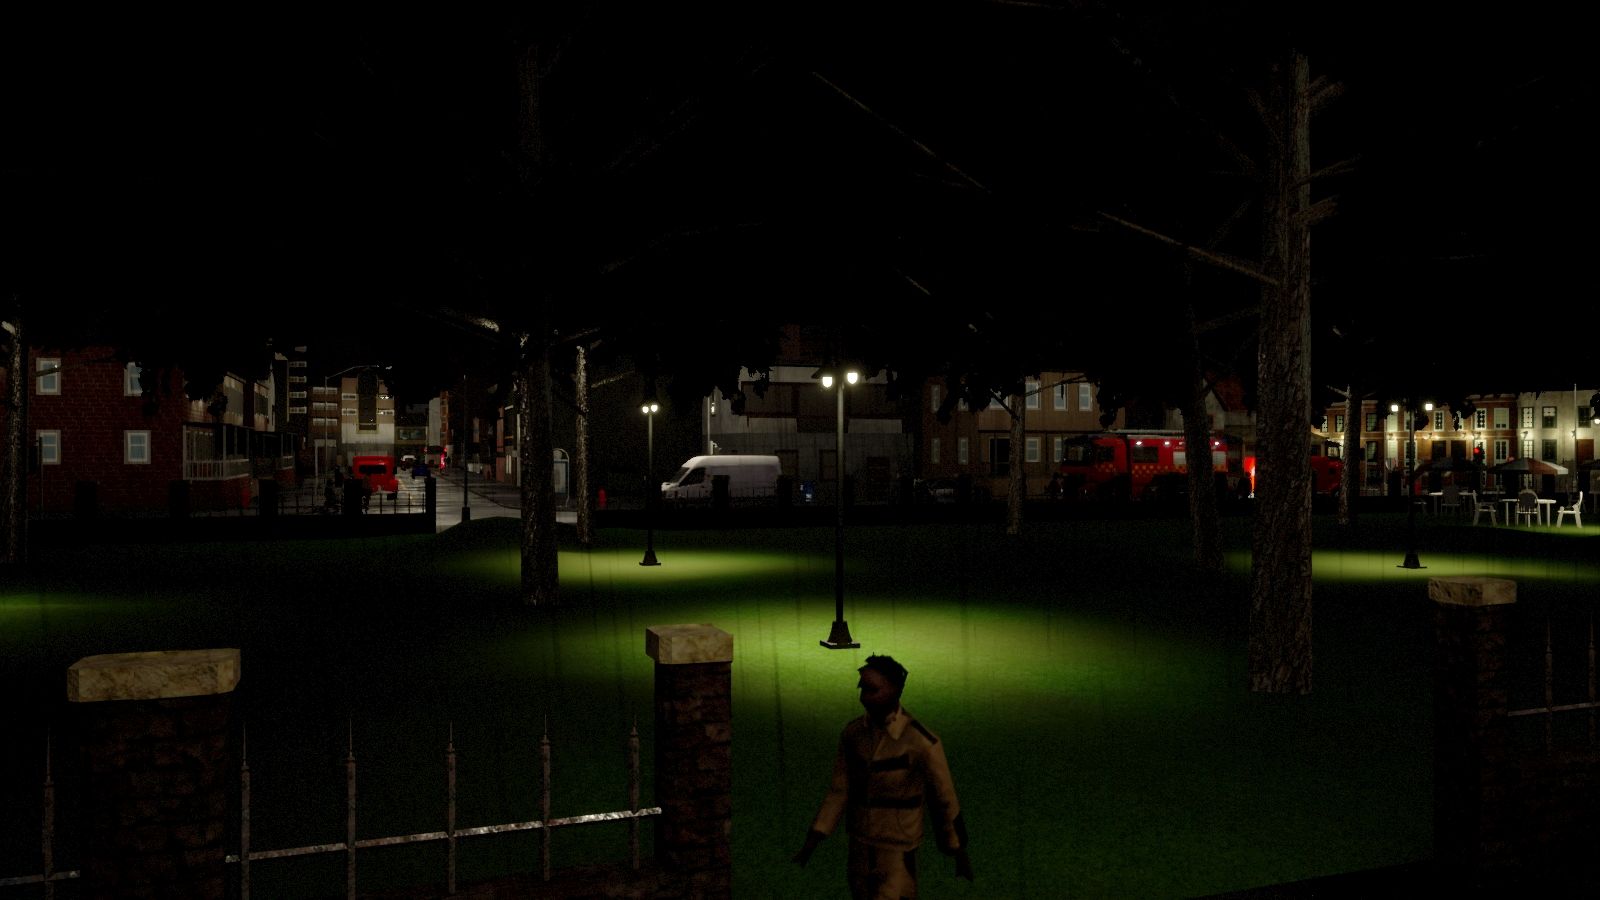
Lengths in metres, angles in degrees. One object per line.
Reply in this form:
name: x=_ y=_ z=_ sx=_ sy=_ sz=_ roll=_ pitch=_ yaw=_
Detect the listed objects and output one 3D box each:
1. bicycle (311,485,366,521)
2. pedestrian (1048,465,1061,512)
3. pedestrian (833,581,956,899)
bicycle: x=-16.815 y=1.940 z=41.641 sx=1.835 sy=1.271 sz=0.329 roll=0 pitch=0 yaw=-20
pedestrian: x=10.194 y=1.525 z=45.837 sx=0.375 sy=1.860 sz=0.375 roll=0 pitch=0 yaw=-19
pedestrian: x=0.410 y=1.525 z=4.944 sx=0.375 sy=1.860 sz=0.375 roll=0 pitch=0 yaw=42
